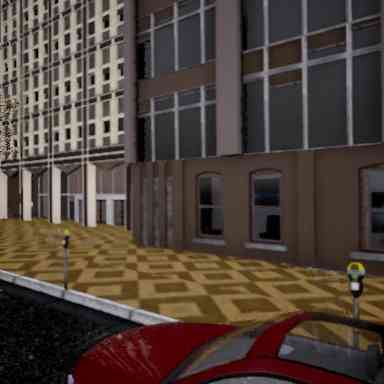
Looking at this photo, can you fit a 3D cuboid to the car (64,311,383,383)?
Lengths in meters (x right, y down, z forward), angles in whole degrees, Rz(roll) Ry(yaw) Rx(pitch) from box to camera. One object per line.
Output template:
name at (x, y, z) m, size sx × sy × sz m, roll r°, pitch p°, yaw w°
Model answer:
car at (0.800, 1.581, 2.313) m, size 4.206 × 1.307 × 1.802 m, roll 0°, pitch 0°, yaw 36°
